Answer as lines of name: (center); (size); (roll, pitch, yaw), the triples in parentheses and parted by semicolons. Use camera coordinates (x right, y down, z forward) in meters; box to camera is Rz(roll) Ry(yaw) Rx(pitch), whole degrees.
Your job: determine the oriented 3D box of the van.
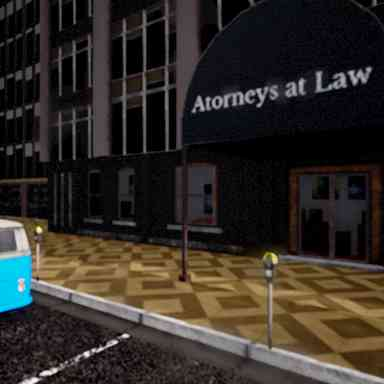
van: (-4.681, 1.331, 6.220); (3.998, 1.788, 1.690); (0, 0, 36)
